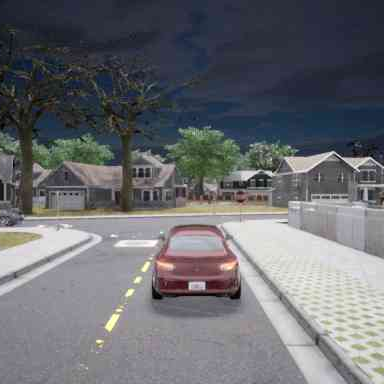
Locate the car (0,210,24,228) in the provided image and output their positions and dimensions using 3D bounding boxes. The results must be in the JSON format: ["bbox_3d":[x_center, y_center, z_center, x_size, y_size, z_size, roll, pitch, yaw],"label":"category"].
[{"bbox_3d":[-12.783,1.437,19.885,4.902,1.511,2.128,0,0,-24],"label":"car"}]

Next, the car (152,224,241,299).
[{"bbox_3d":[0.087,1.527,8.295,1.812,1.442,4.674,0,0,0],"label":"car"}]
